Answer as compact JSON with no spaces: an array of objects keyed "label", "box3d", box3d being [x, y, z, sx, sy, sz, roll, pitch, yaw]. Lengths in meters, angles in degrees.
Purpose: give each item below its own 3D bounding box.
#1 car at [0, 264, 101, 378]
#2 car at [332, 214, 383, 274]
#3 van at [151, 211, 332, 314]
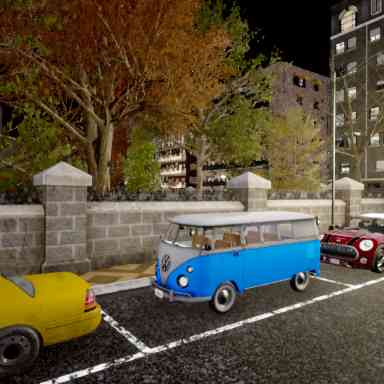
[{"label":"car","box3d":[-3.608,1.525,3.976,4.829,1.417,1.752,0,1,-35]},{"label":"car","box3d":[5.678,1.442,10.584,4.097,1.590,1.967,0,1,-35]},{"label":"van","box3d":[1.106,1.342,7.328,3.998,1.788,1.690,0,1,-35]}]
